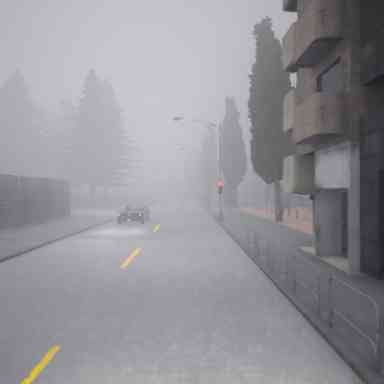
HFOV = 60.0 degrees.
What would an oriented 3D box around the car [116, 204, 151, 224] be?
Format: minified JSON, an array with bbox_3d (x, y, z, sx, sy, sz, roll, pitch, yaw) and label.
[{"bbox_3d":[-4.229,1.596,24.534,1.895,1.301,4.718,0,0,-1],"label":"car"}]
